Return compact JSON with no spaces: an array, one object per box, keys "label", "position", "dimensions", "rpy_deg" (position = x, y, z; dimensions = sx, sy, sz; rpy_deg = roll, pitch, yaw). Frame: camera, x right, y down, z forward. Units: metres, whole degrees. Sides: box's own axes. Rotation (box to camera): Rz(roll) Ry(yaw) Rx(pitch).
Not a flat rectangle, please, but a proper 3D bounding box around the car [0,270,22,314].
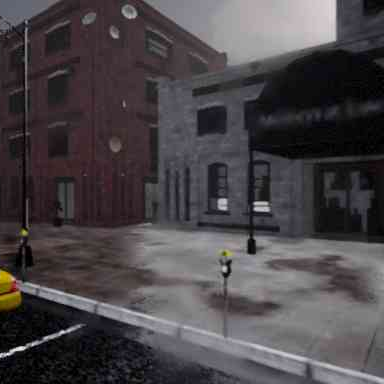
[{"label":"car","position":[-5.268,1.630,6.577],"dimensions":[4.829,1.417,1.752],"rpy_deg":[-1,0,35]}]
